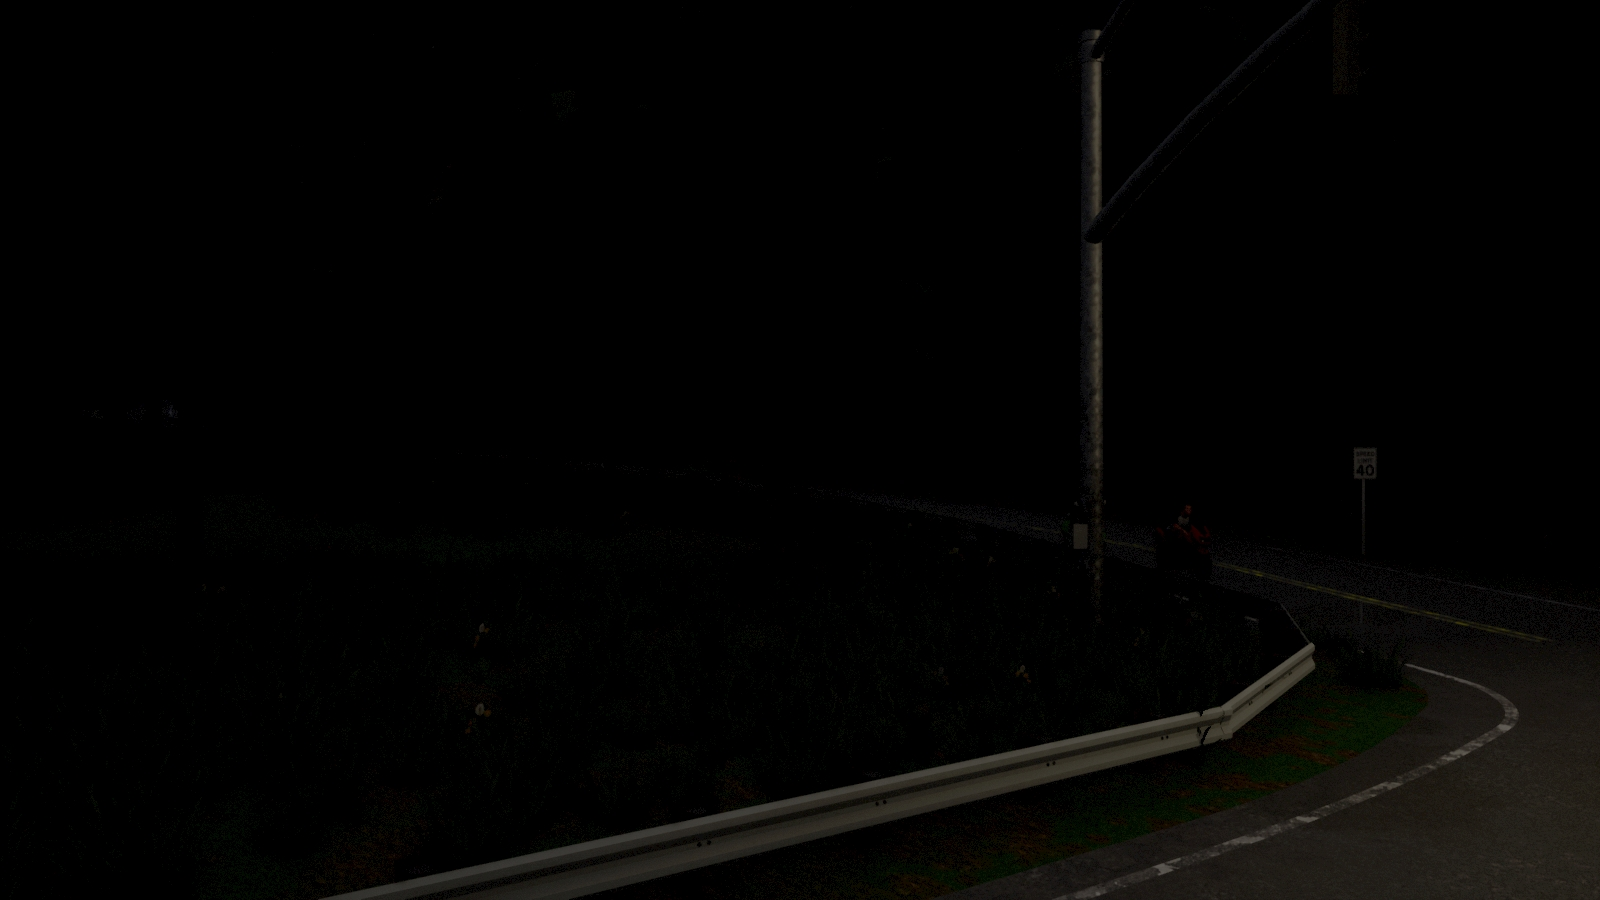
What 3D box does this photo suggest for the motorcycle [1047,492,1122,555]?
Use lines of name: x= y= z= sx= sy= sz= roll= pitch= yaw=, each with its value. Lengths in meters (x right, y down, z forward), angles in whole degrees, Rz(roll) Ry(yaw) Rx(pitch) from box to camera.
motorcycle: x=6.843 y=1.747 z=27.570 sx=0.856 sy=1.316 sz=1.805 roll=0 pitch=3 yaw=-19

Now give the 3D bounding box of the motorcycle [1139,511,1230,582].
motorcycle: x=7.920 y=1.966 z=23.643 sx=0.803 sy=1.199 sz=2.033 roll=0 pitch=2 yaw=-13
